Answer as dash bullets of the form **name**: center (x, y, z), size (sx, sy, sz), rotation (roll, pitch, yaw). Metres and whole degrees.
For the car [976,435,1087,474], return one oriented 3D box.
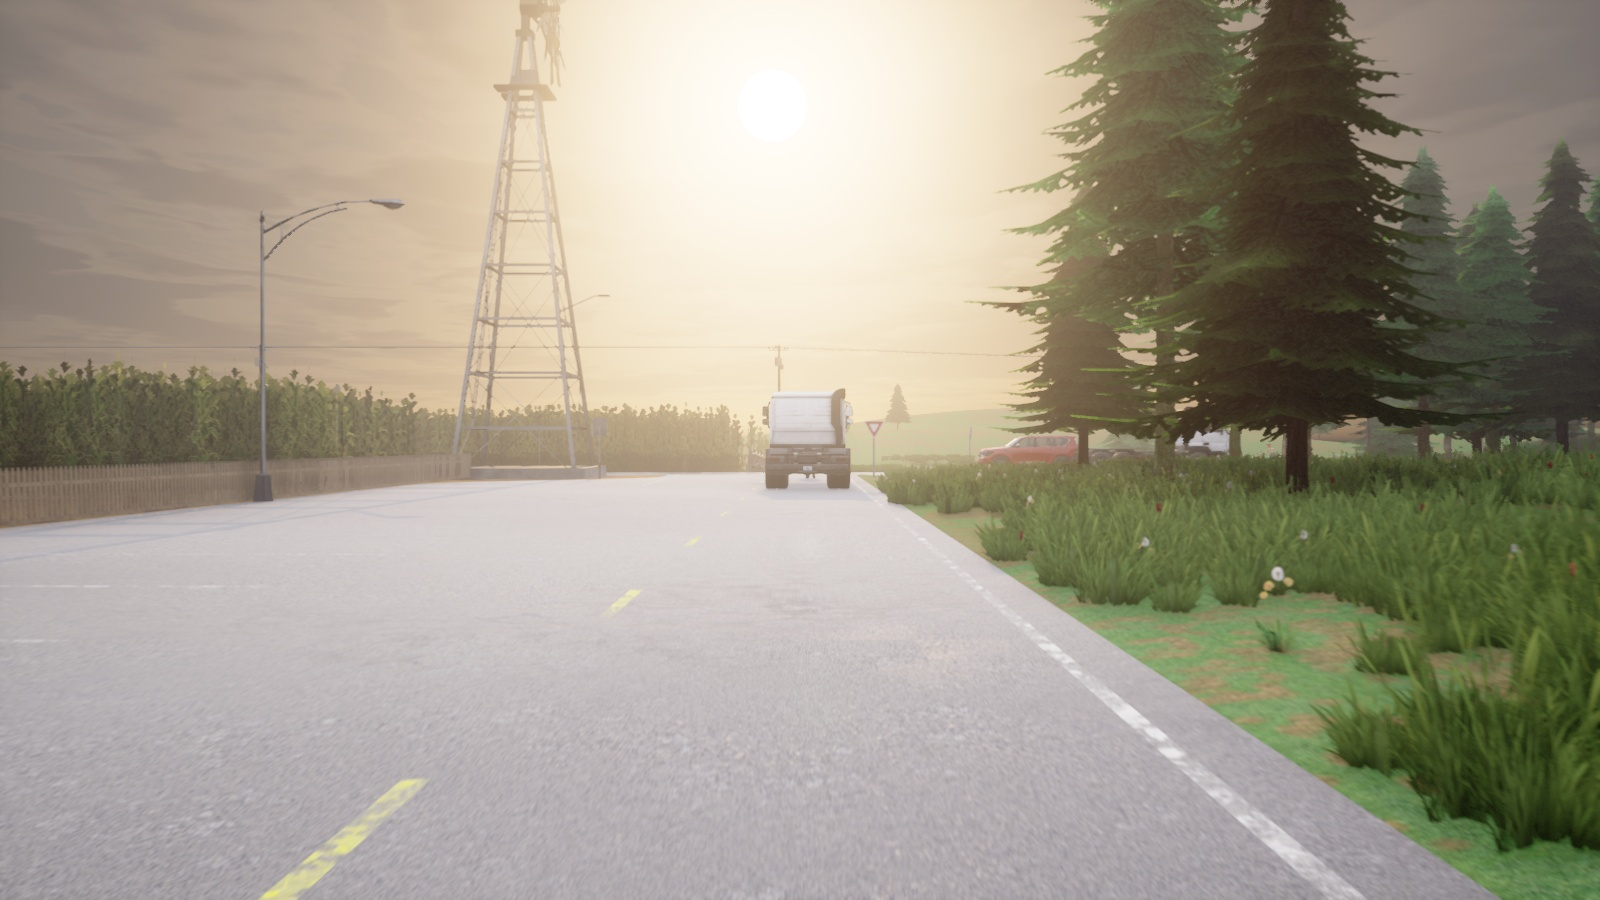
- **car**: center (12.417, 0.234, 67.679), size (5.566, 2.045, 2.150), rotation (0, 0, 0)

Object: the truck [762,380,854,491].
- **truck**: center (0.263, -0.479, 43.330), size (2.891, 3.462, 7.936), rotation (0, 0, 0)

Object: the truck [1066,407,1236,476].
- **truck**: center (17.954, -0.445, 64.534), size (7.936, 3.462, 2.891), rotation (0, 0, 0)
